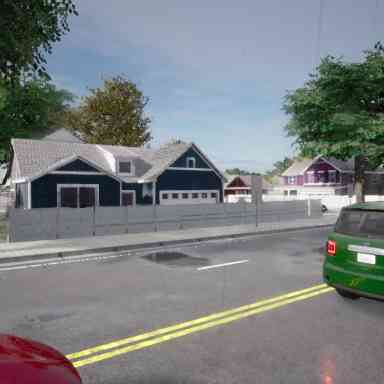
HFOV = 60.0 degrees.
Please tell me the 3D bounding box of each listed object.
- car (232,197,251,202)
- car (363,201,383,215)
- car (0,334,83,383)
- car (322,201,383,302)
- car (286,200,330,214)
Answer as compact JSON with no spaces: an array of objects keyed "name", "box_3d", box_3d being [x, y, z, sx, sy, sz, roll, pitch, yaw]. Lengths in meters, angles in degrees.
[{"name":"car","box_3d":[7.331,1.426,44.762,2.097,1.767,4.553,-1,0,-31]},{"name":"car","box_3d":[19.248,1.529,31.956,1.895,1.301,4.718,-1,0,-35]},{"name":"car","box_3d":[-2.979,1.476,1.317,5.008,1.535,1.882,0,0,-35]},{"name":"car","box_3d":[5.144,1.209,7.149,5.566,2.045,2.150,0,0,-35]},{"name":"car","box_3d":[12.647,1.574,36.443,1.994,1.385,4.181,-1,0,-34]}]
